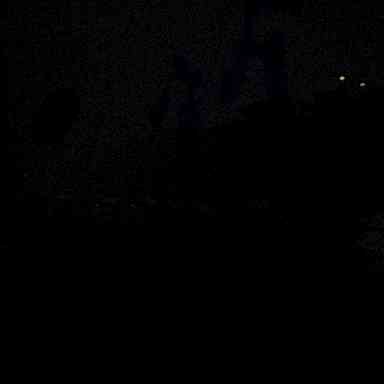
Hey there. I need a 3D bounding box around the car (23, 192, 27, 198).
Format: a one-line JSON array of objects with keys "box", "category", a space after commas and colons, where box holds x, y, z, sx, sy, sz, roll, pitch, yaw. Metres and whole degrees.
[{"box": [-37.045, 0.521, 77.330, 2.192, 1.841, 5.009, -1, 1, -35], "category": "car"}]

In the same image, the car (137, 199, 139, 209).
[{"box": [-4.178, 1.172, 35.556, 1.882, 1.535, 5.008, -2, 2, -35], "category": "car"}]

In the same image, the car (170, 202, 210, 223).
[{"box": [0.566, 1.458, 24.534, 1.947, 1.339, 4.313, -1, 1, -35], "category": "car"}]

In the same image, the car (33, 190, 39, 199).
[{"box": [-30.776, 0.747, 68.532, 1.967, 1.590, 4.097, -1, 1, -35], "category": "car"}]

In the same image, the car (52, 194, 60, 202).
[{"box": [-21.275, 0.996, 55.195, 1.752, 1.417, 4.829, -1, 1, -35], "category": "car"}]

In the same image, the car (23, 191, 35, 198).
[{"box": [-40.178, 0.598, 81.732, 1.967, 1.590, 4.097, -1, 1, -35], "category": "car"}]

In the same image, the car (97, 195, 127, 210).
[{"box": [-8.836, 1.285, 37.734, 1.802, 1.307, 4.206, -1, 1, -35], "category": "car"}]

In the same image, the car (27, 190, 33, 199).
[{"box": [-33.910, 0.570, 72.930, 2.192, 1.841, 5.009, -1, 1, -35], "category": "car"}]

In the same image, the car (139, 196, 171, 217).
[{"box": [-2.568, 1.268, 28.932, 1.967, 1.590, 4.097, -1, 1, -35], "category": "car"}]

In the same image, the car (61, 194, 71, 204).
[{"box": [-18.141, 1.053, 50.795, 1.752, 1.417, 4.829, -1, 1, -35], "category": "car"}]

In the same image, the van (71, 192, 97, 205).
[{"box": [-15.105, 0.925, 46.530, 1.690, 1.788, 3.998, -1, 1, -35], "category": "van"}]

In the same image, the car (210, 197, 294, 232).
[{"box": [3.700, 1.273, 20.130, 2.192, 1.841, 5.009, -1, 1, -35], "category": "car"}]

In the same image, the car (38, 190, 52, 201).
[{"box": [-27.642, 0.799, 64.132, 1.967, 1.590, 4.097, -1, 1, -35], "category": "car"}]

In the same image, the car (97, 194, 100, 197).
[{"box": [-14.311, 1.060, 49.950, 1.812, 1.442, 4.674, -2, 2, -35], "category": "car"}]
